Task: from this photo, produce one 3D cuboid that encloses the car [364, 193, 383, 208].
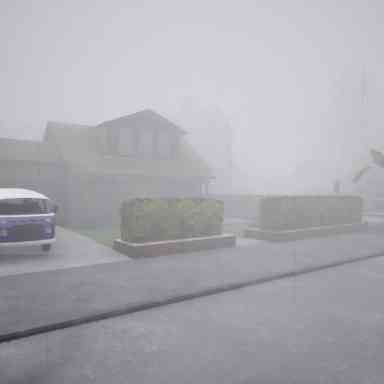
[{"bbox_3d":[23.130,0.985,40.297,3.866,1.878,1.905,0,0,0],"label":"car"}]
